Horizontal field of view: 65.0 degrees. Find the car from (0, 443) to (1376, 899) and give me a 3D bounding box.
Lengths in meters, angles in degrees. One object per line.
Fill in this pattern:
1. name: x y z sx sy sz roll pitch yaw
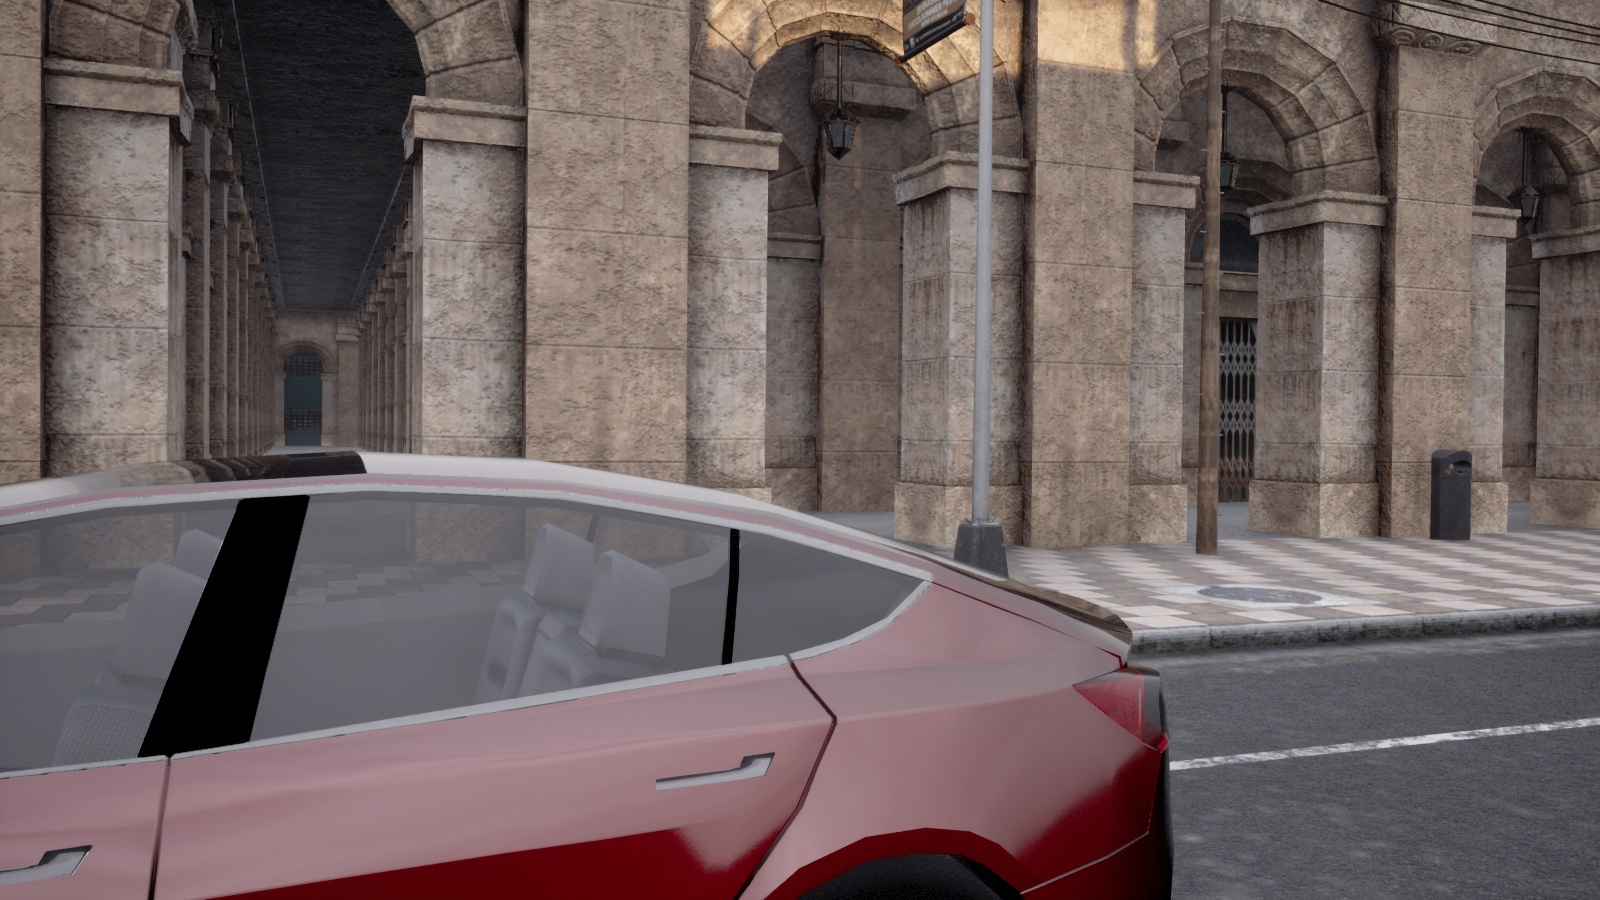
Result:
1. car: -1.450 0.769 2.707 4.792 1.488 2.163 -1 1 -21
